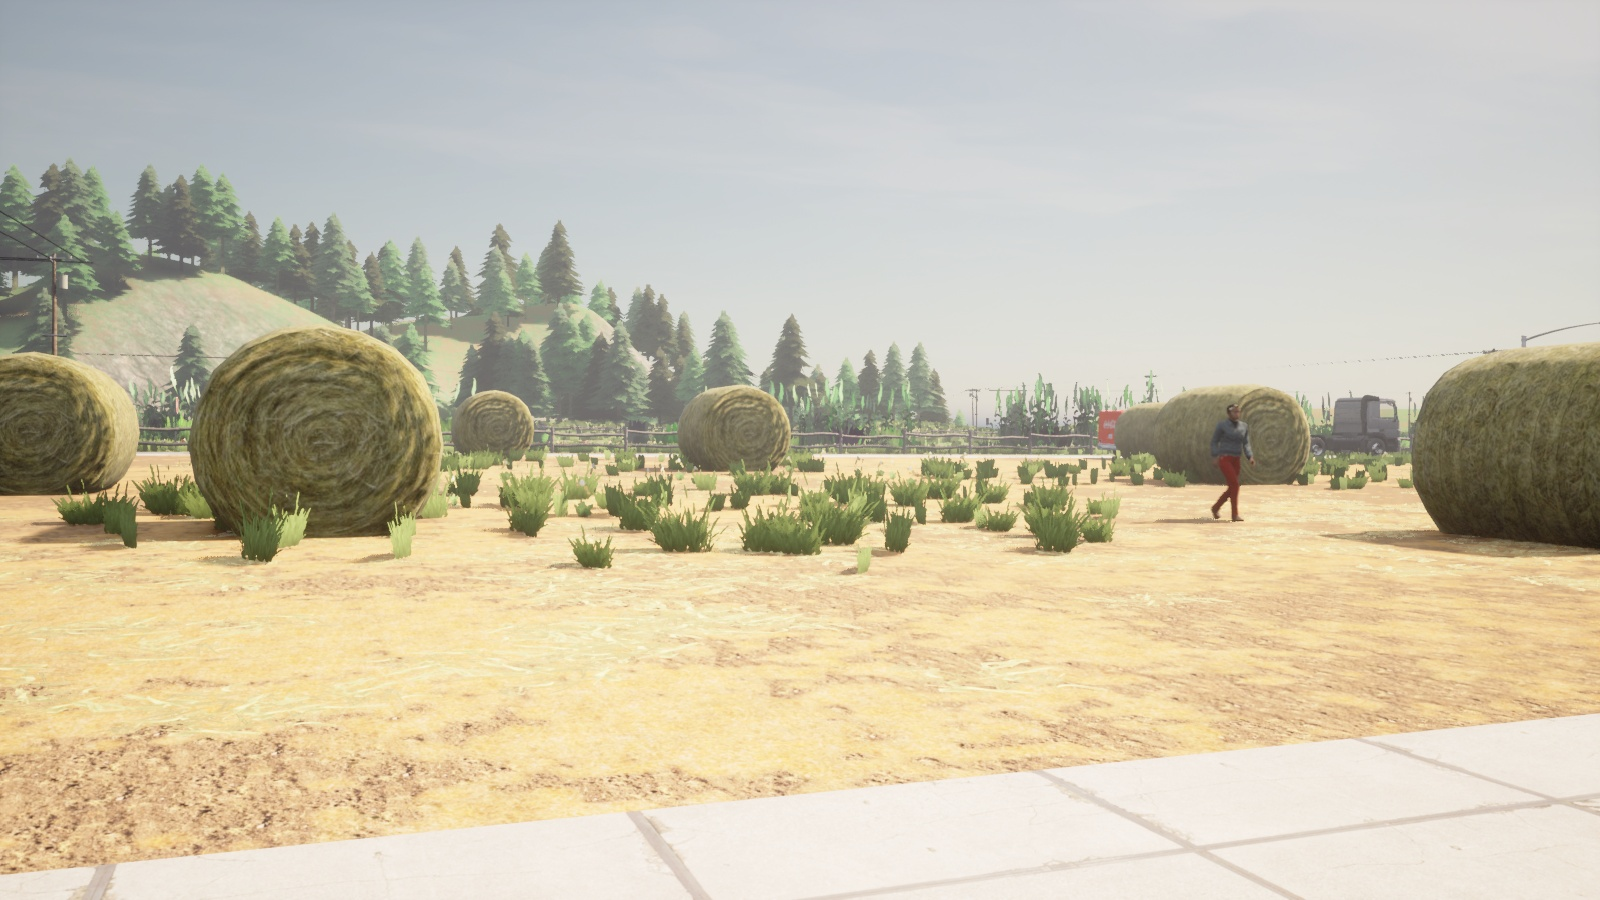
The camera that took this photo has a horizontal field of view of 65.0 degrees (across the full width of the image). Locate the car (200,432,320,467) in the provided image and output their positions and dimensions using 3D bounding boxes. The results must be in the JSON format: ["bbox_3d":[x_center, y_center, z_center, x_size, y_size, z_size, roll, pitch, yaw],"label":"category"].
[{"bbox_3d":[-23.767,-0.026,55.474,4.674,1.442,1.812,-1,1,-17],"label":"car"}]

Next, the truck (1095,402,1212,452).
[{"bbox_3d":[18.164,-1.188,64.598,5.204,2.467,2.627,-1,1,-17],"label":"truck"}]

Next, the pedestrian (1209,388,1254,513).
[{"bbox_3d":[6.484,0.002,18.892,0.353,1.847,0.614,-1,1,-15],"label":"pedestrian"}]

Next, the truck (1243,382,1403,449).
[{"bbox_3d":[28.184,-1.856,67.654,7.936,3.462,2.891,-1,1,-17],"label":"truck"}]
